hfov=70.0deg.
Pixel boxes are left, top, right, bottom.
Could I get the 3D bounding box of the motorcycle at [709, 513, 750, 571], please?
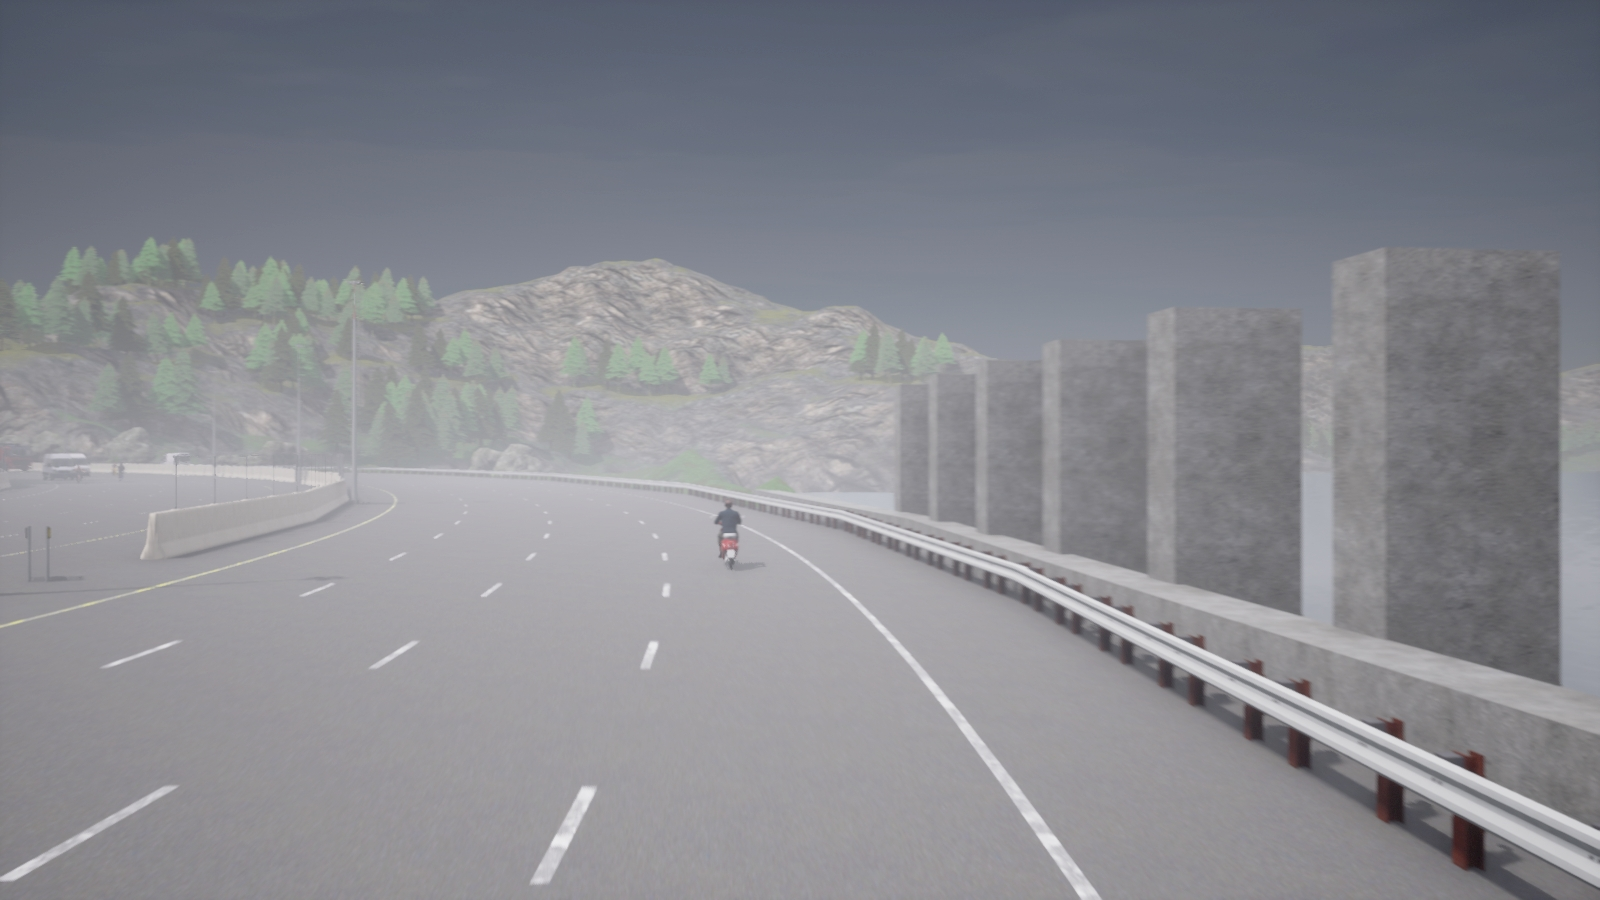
[{"bbox_3d":[-1.718,2.193,27.551,0.856,1.236,1.805,-1,0,-7],"label":"motorcycle"}]
